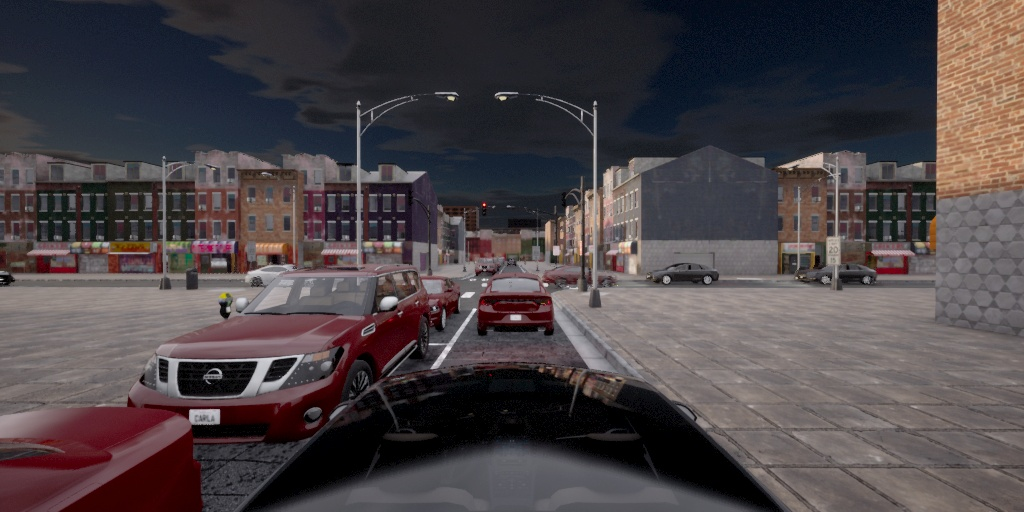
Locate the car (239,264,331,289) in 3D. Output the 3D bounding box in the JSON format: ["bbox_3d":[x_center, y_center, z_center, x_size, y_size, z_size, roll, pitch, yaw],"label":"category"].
[{"bbox_3d":[-14.384,1.277,22.890,4.674,1.442,1.812,0,0,0],"label":"car"}]

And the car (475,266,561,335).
[{"bbox_3d":[0.090,1.227,10.496,1.882,1.535,5.008,0,0,0],"label":"car"}]

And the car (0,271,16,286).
[{"bbox_3d":[-35.043,1.245,22.921,4.892,1.490,1.837,0,0,0],"label":"car"}]

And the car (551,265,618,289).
[{"bbox_3d":[4.330,1.292,22.875,4.674,1.442,1.812,0,0,0],"label":"car"}]

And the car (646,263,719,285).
[{"bbox_3d":[12.210,1.264,25.812,4.892,1.490,1.837,0,0,0],"label":"car"}]

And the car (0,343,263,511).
[{"bbox_3d":[-2.638,1.295,0.164,1.888,1.381,4.507,0,0,0],"label":"car"}]

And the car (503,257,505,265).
[{"bbox_3d":[-2.684,1.337,64.575,2.007,1.370,4.403,0,0,0],"label":"car"}]

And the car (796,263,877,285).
[{"bbox_3d":[23.264,1.281,25.801,4.892,1.490,1.837,0,0,0],"label":"car"}]

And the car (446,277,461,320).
[{"bbox_3d":[-2.645,1.294,11.032,1.888,1.381,4.507,0,0,0],"label":"car"}]

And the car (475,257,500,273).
[{"bbox_3d":[-2.665,1.072,37.441,2.192,1.841,5.009,0,0,0],"label":"car"}]

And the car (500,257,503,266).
[{"bbox_3d":[-2.673,1.081,48.295,2.192,1.841,5.009,0,0,0],"label":"car"}]

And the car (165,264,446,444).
[{"bbox_3d":[-2.641,1.064,5.598,2.192,1.841,5.009,0,0,0],"label":"car"}]
